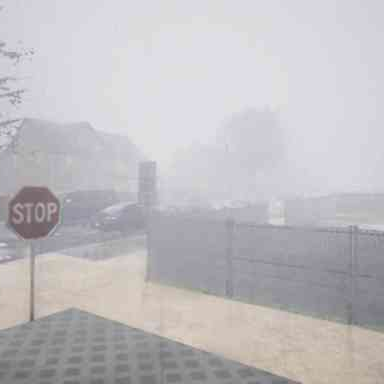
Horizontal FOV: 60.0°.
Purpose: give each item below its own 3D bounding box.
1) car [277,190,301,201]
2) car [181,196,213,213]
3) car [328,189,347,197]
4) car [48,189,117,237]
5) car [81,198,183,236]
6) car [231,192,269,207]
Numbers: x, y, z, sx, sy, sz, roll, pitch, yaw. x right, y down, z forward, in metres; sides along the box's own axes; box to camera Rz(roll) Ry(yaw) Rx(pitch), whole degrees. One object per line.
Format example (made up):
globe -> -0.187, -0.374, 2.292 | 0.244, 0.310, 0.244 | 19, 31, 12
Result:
car -> 12.372, 0.436, 42.228 | 1.812, 1.442, 4.674 | 1, 2, 36
car -> -0.183, 0.978, 24.667 | 1.994, 1.385, 4.181 | 1, 2, 35
car -> 22.790, 0.239, 51.891 | 1.895, 1.301, 4.718 | 1, 2, 36
car -> -6.026, 0.872, 16.456 | 2.150, 2.045, 5.566 | 1, 2, 36
car -> -2.737, 1.184, 16.291 | 1.812, 1.442, 4.674 | 1, 2, 37
car -> 5.864, 0.717, 33.152 | 2.033, 1.411, 5.357 | 1, 2, 36
